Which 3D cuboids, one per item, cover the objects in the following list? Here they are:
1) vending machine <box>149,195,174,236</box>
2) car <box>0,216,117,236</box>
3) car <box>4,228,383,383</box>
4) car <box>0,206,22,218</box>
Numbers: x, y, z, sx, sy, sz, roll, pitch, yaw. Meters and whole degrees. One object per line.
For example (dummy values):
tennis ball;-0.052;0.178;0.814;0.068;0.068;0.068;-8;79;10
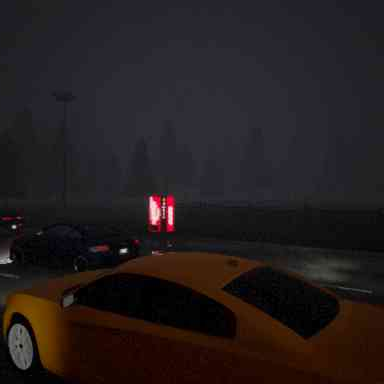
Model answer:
vending machine;-1.610;1.195;17.772;0.880;2.100;1.100;0;0;29
car;-3.569;1.565;10.054;4.181;1.385;1.994;0;0;31
car;-0.254;1.478;3.949;5.008;1.535;1.882;0;0;34
car;-11.243;1.505;17.938;4.892;1.490;1.837;0;0;25
